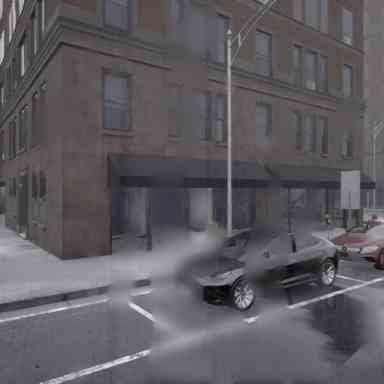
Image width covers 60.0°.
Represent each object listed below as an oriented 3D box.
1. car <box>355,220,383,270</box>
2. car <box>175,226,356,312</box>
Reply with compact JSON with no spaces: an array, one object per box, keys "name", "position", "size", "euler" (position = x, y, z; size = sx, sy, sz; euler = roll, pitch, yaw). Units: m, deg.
[{"name":"car","position":[6.136,1.584,10.915],"size":[4.206,1.307,1.802],"euler":[0,0,-36]},{"name":"car","position":[1.659,1.567,7.719],"size":[4.313,1.339,1.947],"euler":[0,0,-36]}]
